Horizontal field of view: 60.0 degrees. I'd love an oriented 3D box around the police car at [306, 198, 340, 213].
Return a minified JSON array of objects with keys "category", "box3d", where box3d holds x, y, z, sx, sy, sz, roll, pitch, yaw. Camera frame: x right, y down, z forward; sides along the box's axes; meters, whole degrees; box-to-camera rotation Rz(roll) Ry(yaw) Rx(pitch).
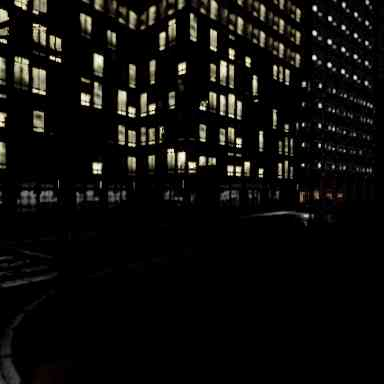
[{"category":"police car","box3d":[13.816,1.430,35.293,2.038,1.542,4.974,1,1,44]}]
